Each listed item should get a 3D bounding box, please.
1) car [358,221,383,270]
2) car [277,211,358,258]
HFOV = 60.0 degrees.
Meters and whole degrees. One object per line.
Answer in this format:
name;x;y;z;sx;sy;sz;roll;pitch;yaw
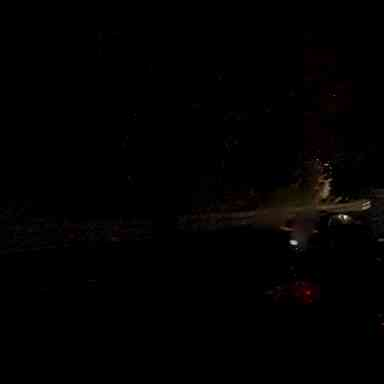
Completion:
car;7.096;1.480;9.857;4.902;1.511;2.128;0;0;-42
car;5.248;1.494;12.889;4.902;1.511;2.128;0;0;-42
